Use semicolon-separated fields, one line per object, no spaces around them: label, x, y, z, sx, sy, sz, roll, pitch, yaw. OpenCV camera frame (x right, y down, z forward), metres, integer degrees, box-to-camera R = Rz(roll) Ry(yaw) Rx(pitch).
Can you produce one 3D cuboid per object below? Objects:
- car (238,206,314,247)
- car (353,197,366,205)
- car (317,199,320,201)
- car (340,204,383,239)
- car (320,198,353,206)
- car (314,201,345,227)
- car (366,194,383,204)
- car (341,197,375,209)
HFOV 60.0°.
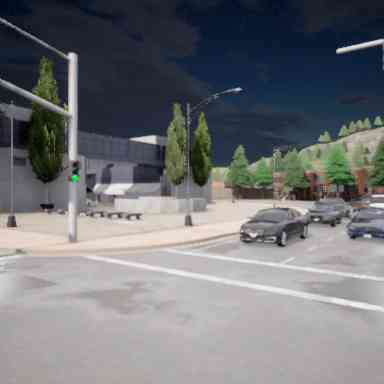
car;3.834;1.496;15.233;1.837;1.490;4.892;0;0;35
car;18.215;1.345;34.538;2.097;1.767;4.553;0;0;14
car;15.895;1.511;40.009;1.812;1.442;4.674;0;0;8
car;9.219;1.545;16.773;2.033;1.411;5.357;0;0;35
car;13.009;1.342;30.156;2.097;1.767;4.553;0;0;22
car;8.848;1.556;22.605;1.994;1.385;4.181;0;0;31
car;14.598;1.218;25.270;2.150;2.045;5.566;0;0;28
car;23.567;1.536;47.371;2.033;1.411;5.357;0;0;-2
